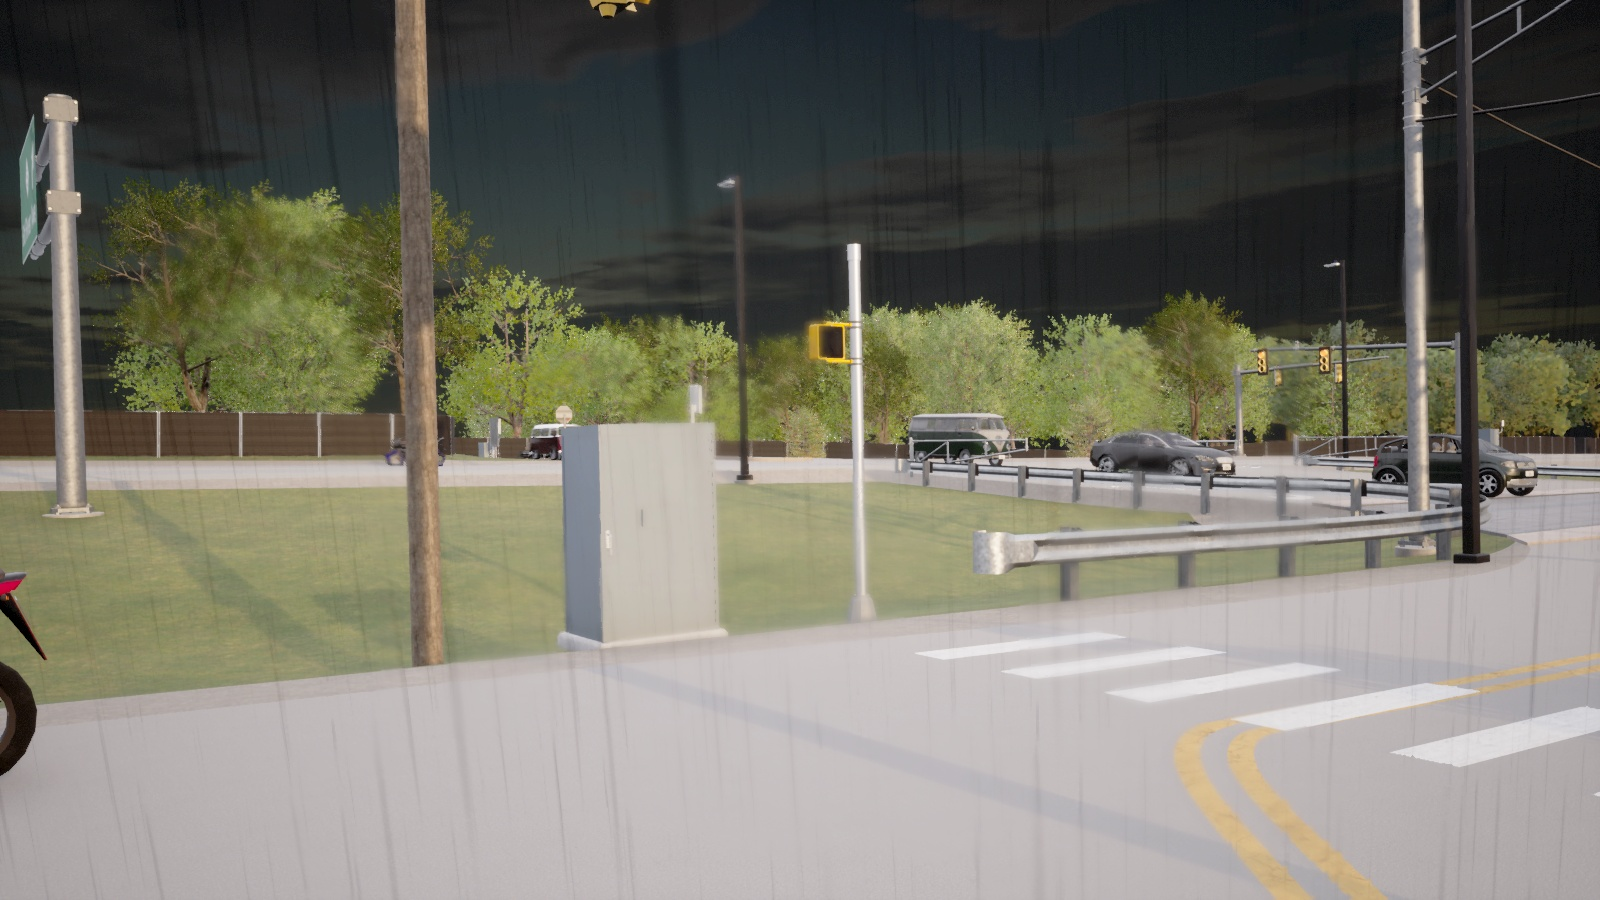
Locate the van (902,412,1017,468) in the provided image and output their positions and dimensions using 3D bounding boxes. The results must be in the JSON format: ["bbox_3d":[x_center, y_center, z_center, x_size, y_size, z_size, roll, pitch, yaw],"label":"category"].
[{"bbox_3d":[5.908,-0.399,46.992,1.775,1.987,4.442,0,1,-34],"label":"van"}]

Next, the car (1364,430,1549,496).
[{"bbox_3d":[16.437,0.310,31.578,1.789,1.549,3.705,-1,0,-34],"label":"car"}]

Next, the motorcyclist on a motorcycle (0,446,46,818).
[{"bbox_3d":[-4.218,0.750,4.986,2.044,1.523,0.797,0,0,-35],"label":"motorcyclist on a motorcycle"}]

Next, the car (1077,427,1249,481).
[{"bbox_3d":[11.236,0.083,39.196,2.128,1.511,4.902,0,2,-34],"label":"car"}]

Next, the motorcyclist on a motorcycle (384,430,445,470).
[{"bbox_3d":[-15.117,0.013,49.251,2.191,1.530,0.866,0,0,-28],"label":"motorcyclist on a motorcycle"}]

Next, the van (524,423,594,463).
[{"bbox_3d":[-13.201,-0.367,68.659,2.069,2.038,4.480,-1,0,-35],"label":"van"}]
